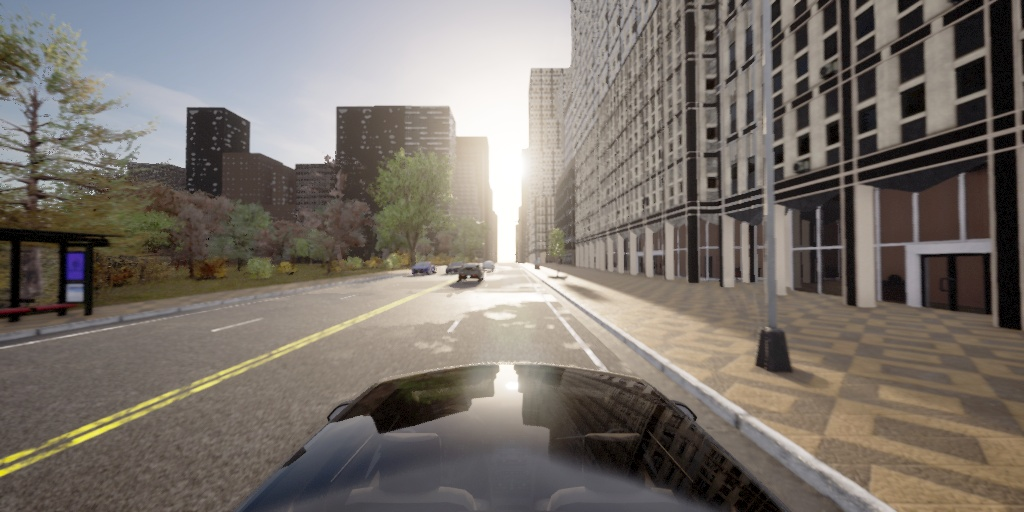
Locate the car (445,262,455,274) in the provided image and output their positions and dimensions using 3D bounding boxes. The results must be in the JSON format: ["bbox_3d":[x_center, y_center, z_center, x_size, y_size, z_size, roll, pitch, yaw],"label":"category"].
[{"bbox_3d":[-6.772,1.446,43.457,2.033,1.411,5.357,0,0,0],"label":"car"}]

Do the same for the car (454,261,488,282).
[{"bbox_3d":[-3.328,1.329,29.799,1.837,1.490,4.892,0,0,0],"label":"car"}]

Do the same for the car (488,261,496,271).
[{"bbox_3d":[-3.488,1.460,53.683,1.812,1.442,4.674,0,0,0],"label":"car"}]

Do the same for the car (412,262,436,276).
[{"bbox_3d":[-10.030,1.380,41.024,1.882,1.535,5.008,0,-1,0],"label":"car"}]
